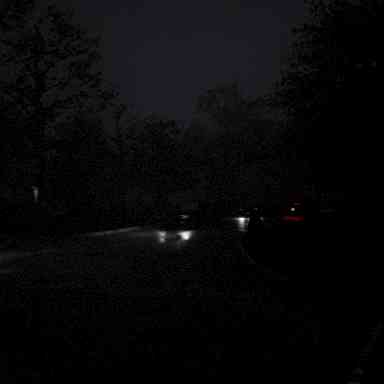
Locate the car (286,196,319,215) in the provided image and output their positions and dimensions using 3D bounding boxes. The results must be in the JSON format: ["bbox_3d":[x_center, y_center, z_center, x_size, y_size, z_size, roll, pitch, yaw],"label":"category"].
[{"bbox_3d":[9.363,1.081,28.365,1.837,1.490,4.892,-3,-1,35],"label":"car"}]

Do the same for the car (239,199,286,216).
[{"bbox_3d":[6.064,1.287,29.139,2.033,1.411,5.357,-3,-1,35],"label":"car"}]

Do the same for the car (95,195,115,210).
[{"bbox_3d":[-12.527,1.430,42.813,2.150,2.045,5.566,-3,-1,36],"label":"car"}]

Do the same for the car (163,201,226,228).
[{"bbox_3d":[0.249,1.340,20.902,1.882,1.535,5.008,-3,-1,36],"label":"car"}]
